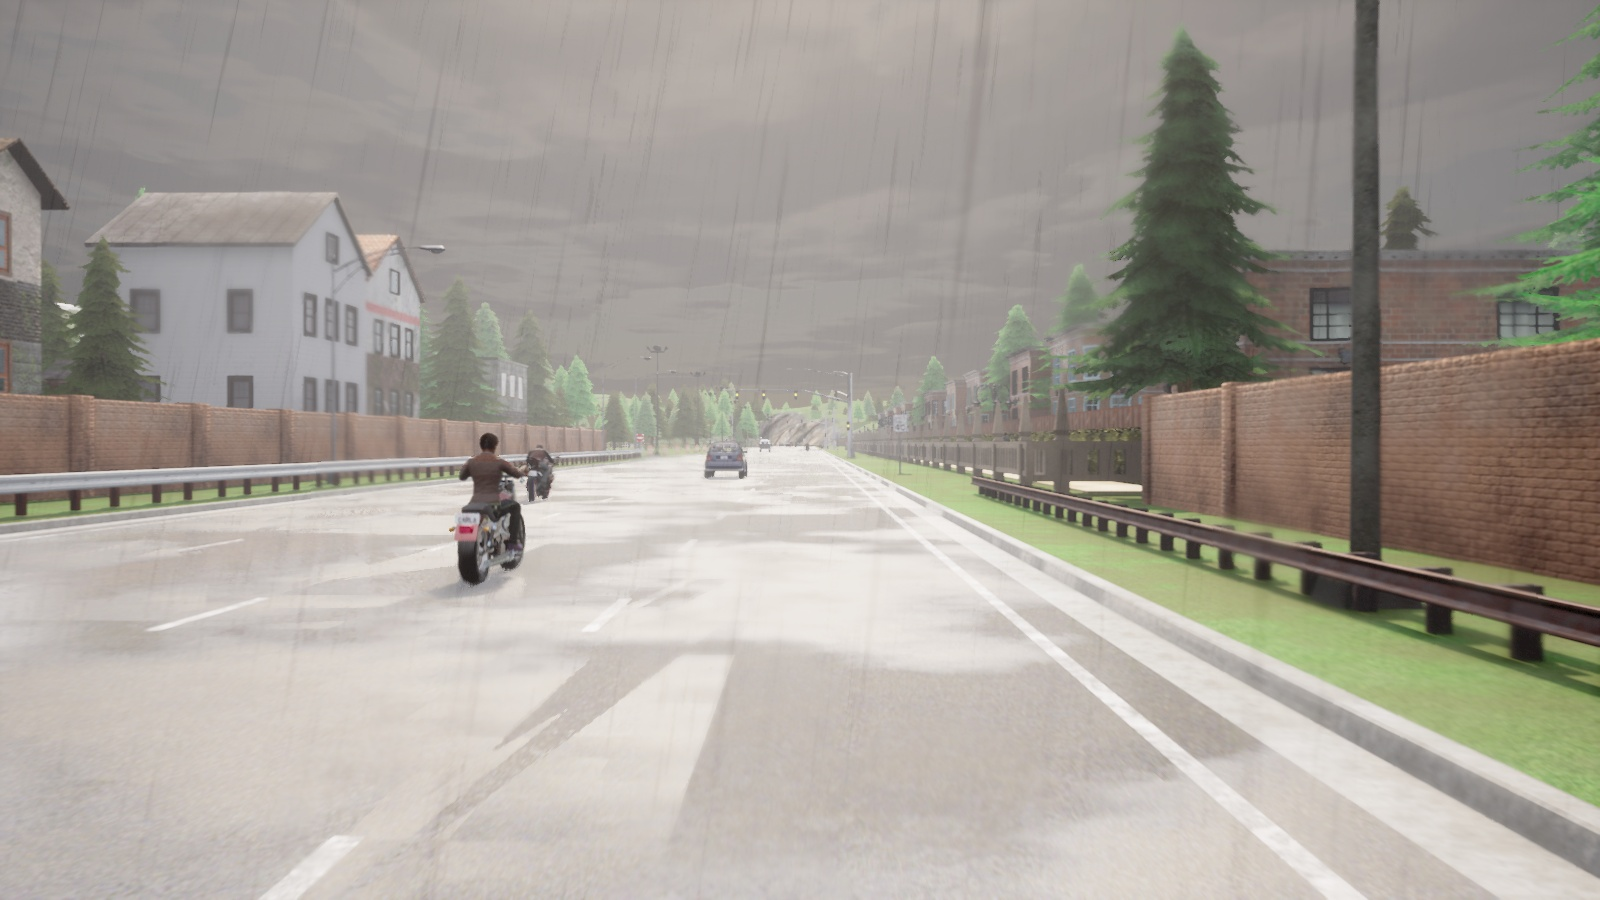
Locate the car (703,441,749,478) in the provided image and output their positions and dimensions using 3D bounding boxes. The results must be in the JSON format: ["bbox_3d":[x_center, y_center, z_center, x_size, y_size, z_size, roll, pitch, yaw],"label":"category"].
[{"bbox_3d":[-3.174,0.412,54.487,1.789,1.549,3.705,0,0,0],"label":"car"}]

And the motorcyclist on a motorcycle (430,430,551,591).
[{"bbox_3d":[-3.405,0.615,14.041,0.766,1.649,2.350,0,0,0],"label":"motorcyclist on a motorcycle"}]

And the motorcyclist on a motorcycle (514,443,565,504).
[{"bbox_3d":[-6.798,0.591,32.825,0.866,1.530,2.191,0,0,0],"label":"motorcyclist on a motorcycle"}]
